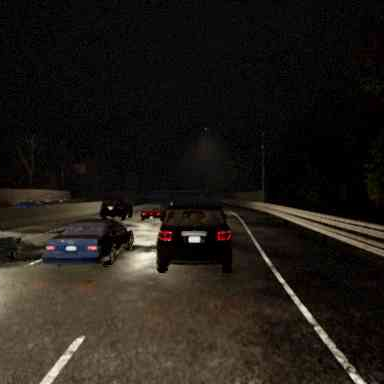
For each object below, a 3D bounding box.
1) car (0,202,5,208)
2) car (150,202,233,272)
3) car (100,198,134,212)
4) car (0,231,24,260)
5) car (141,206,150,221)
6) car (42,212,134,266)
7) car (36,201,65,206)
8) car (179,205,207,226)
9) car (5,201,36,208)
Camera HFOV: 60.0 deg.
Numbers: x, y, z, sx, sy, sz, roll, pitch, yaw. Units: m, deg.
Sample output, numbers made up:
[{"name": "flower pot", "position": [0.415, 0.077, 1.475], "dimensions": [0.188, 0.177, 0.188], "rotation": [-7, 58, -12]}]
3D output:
[{"name": "car", "position": [-24.607, 1.967, 42.345], "dimensions": [1.812, 1.442, 4.674], "rotation": [0, -1, 0]}, {"name": "car", "position": [0.075, 1.338, 11.320], "dimensions": [2.150, 2.045, 5.566], "rotation": [0, 0, 0]}, {"name": "car", "position": [-6.919, 1.540, 30.963], "dimensions": [2.150, 2.045, 5.566], "rotation": [0, -1, 0]}, {"name": "car", "position": [-6.949, 1.626, 9.985], "dimensions": [1.812, 1.442, 4.674], "rotation": [0, 0, 0]}, {"name": "car", "position": [-3.422, 1.912, 30.329], "dimensions": [1.895, 1.301, 4.718], "rotation": [0, -1, 0]}, {"name": "car", "position": [-3.419, 1.669, 11.936], "dimensions": [2.033, 1.411, 5.357], "rotation": [0, -1, 0]}, {"name": "car", "position": [-17.608, 1.950, 42.662], "dimensions": [1.837, 1.490, 4.892], "rotation": [0, -1, 0]}, {"name": "car", "position": [0.073, 1.823, 26.954], "dimensions": [2.033, 1.411, 5.357], "rotation": [0, -1, 0]}, {"name": "car", "position": [-21.108, 1.919, 42.370], "dimensions": [1.882, 1.535, 5.008], "rotation": [0, -1, 0]}]
